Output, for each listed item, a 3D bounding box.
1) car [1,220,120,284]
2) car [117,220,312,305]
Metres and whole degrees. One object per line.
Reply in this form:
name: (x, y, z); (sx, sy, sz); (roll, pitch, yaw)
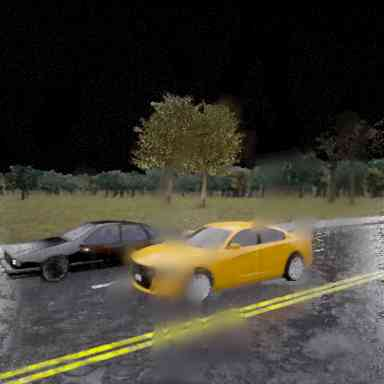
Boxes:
car: (-2.527, 1.563, 9.866); (5.357, 1.411, 2.033); (0, 0, -35)
car: (0.924, 1.503, 8.334); (5.008, 1.535, 1.882); (0, 0, -35)
